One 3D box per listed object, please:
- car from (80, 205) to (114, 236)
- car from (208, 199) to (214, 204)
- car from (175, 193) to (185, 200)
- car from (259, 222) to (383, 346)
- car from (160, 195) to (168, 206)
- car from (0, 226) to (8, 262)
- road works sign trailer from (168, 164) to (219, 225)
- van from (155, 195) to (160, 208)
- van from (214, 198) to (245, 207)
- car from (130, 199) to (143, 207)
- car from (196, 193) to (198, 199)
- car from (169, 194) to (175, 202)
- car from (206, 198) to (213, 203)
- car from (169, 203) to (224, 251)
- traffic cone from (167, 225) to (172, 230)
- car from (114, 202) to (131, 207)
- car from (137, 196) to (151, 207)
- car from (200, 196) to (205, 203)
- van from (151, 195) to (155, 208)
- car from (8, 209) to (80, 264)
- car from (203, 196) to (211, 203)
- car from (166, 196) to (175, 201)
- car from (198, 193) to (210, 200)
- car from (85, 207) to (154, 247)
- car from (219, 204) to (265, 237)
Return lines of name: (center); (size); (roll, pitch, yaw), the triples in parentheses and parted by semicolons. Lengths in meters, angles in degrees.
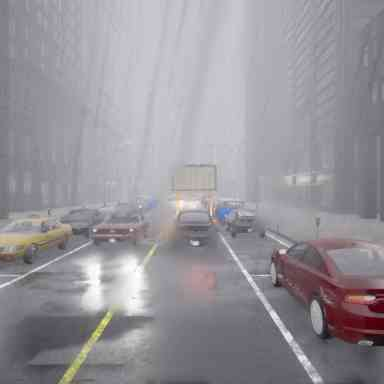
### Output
car: (-5.780, 1.569, 17.659); (1.947, 1.339, 4.313); (0, 0, 0)
car: (2.734, 1.560, 28.957); (2.008, 1.369, 4.403); (0, 0, 0)
car: (-3.079, 1.582, 89.243); (2.128, 1.511, 4.902); (0, 0, 0)
car: (2.755, 1.545, 6.412); (1.887, 1.381, 4.507); (0, 0, 0)
car: (-5.816, 1.353, 57.115); (2.192, 1.841, 5.009); (0, 0, 0)
car: (-5.770, 1.566, 6.387); (1.947, 1.339, 4.313); (0, 0, 0)
road works sign trailer: (0.149, 0.321, 17.914); (2.380, 3.560, 2.880); (0, 0, 8)
van: (-5.806, 1.366, 45.843); (1.690, 1.788, 3.998); (0, 0, 0)
van: (2.739, 1.347, 23.320); (1.690, 1.788, 3.998); (0, 0, 0)
car: (-5.790, 1.575, 28.933); (1.947, 1.339, 4.313); (0, 0, 0)
car: (2.684, 1.608, 85.489); (1.752, 1.417, 4.829); (0, 0, 0)
car: (-5.835, 1.617, 79.662); (1.887, 1.381, 4.507); (0, 0, 0)
car: (2.730, 1.596, 34.593); (1.802, 1.307, 4.206); (0, 0, 0)
car: (0.082, 1.487, 14.045); (1.837, 1.490, 4.892); (0, 1, -1)
traffic cone: (-1.307, 2.075, 17.440); (0.340, 0.340, 0.580); (0, 0, 3)
car: (-5.785, 1.588, 23.297); (1.802, 1.307, 4.206); (0, 0, 0)
car: (-5.796, 1.454, 34.570); (1.967, 1.590, 4.097); (0, 0, 0)
car: (2.715, 1.576, 51.502); (1.887, 1.381, 4.507); (0, 0, 0)
van: (-5.801, 1.360, 40.206); (1.690, 1.788, 3.998); (0, 0, 0)
car: (-5.775, 1.527, 11.853); (1.752, 1.417, 4.829); (0, 0, 0)
car: (2.725, 1.570, 40.229); (2.008, 1.369, 4.403); (0, 0, 0)
car: (-5.845, 1.659, 90.935); (1.947, 1.339, 4.313); (0, 0, 0)
car: (2.704, 1.361, 62.774); (2.192, 1.841, 5.009); (0, 0, 0)
car: (-3.115, 1.603, 15.265); (1.895, 1.301, 4.718); (0, 0, 0)
car: (2.745, 1.554, 17.684); (2.008, 1.369, 4.403); (0, 0, 0)
